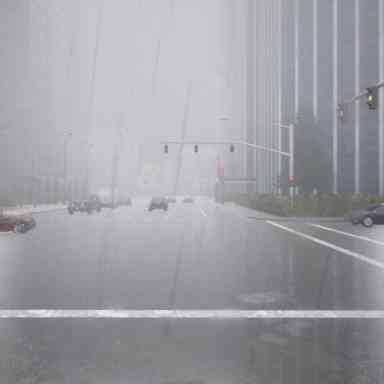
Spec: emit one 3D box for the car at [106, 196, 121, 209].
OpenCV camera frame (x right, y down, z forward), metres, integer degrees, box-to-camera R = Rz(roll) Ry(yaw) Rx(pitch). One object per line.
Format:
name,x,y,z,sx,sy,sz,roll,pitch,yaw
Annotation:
car,-11.176,1.563,44.316,1.994,1.385,4.181,0,0,-1

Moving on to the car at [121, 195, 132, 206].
car,-11.251,1.351,54.523,2.097,1.767,4.553,0,0,-1

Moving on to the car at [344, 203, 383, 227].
car,12.630,1.505,21.981,4.892,1.490,1.837,0,0,0

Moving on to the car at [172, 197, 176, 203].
car,-4.169,1.600,66.986,1.895,1.301,4.718,0,0,-1

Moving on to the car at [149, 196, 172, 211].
car,-3.962,1.351,40.656,2.097,1.767,4.553,0,0,0

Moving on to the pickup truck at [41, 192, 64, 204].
pickup truck,-24.331,1.058,59.937,2.390,2.098,6.274,0,0,30

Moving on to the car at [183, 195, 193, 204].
car,-0.754,1.525,65.241,1.812,1.442,4.674,0,0,0

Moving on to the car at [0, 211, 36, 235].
car,-10.753,1.525,17.418,4.674,1.442,1.812,0,0,-27

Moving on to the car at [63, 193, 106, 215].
car,-11.091,1.221,34.787,2.150,2.045,5.566,0,0,-1

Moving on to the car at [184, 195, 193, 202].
car,-0.841,1.386,75.492,1.882,1.535,5.008,0,0,0
